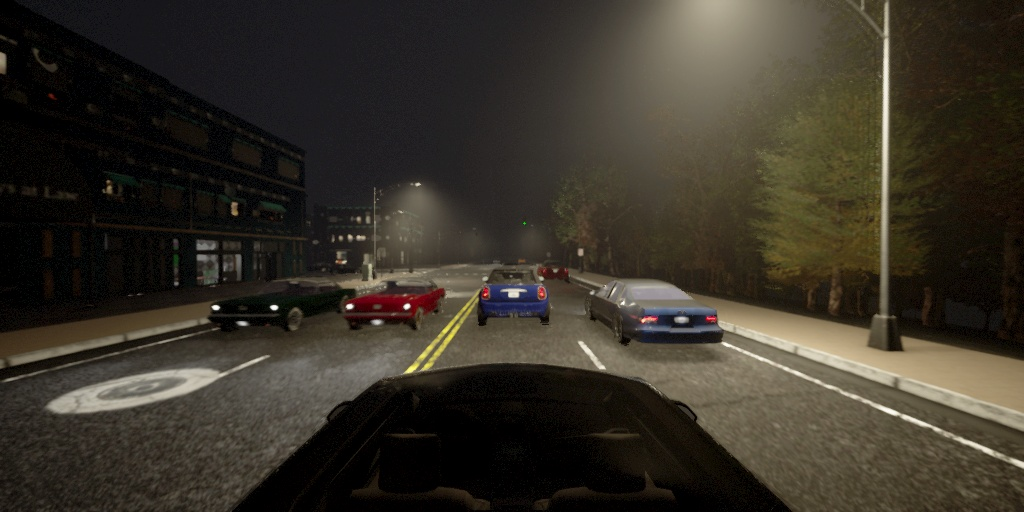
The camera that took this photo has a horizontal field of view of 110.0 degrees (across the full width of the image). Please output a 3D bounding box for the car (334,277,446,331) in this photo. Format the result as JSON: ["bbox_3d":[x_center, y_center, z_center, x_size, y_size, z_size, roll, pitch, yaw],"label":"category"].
[{"bbox_3d":[-3.403,1.364,11.239,1.895,1.301,4.718,0,0,0],"label":"car"}]

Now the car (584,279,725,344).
[{"bbox_3d":[3.308,1.305,9.533,2.033,1.411,5.357,0,0,0],"label":"car"}]

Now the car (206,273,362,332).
[{"bbox_3d":[-6.652,1.364,11.055,1.895,1.301,4.718,0,0,0],"label":"car"}]

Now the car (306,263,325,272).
[{"bbox_3d":[-28.597,1.634,52.813,4.403,1.370,2.007,0,0,0],"label":"car"}]

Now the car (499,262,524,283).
[{"bbox_3d":[-0.065,1.288,29.123,1.837,1.490,4.892,0,0,0],"label":"car"}]

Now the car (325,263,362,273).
[{"bbox_3d":[-20.210,1.625,44.354,4.313,1.339,1.948,0,0,0],"label":"car"}]

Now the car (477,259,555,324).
[{"bbox_3d":[0.039,1.113,12.124,2.097,1.767,4.553,0,0,0],"label":"car"}]

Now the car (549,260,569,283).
[{"bbox_3d":[3.189,1.133,28.511,2.097,1.767,4.553,0,0,0],"label":"car"}]
